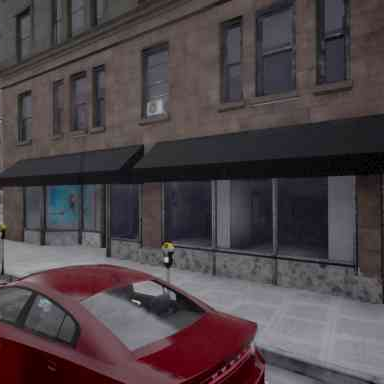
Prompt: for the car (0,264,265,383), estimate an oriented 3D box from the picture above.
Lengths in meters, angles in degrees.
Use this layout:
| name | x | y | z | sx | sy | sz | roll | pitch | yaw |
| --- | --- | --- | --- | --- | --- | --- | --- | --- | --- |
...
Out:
| name | x | y | z | sx | sy | sz | roll | pitch | yaw |
| --- | --- | --- | --- | --- | --- | --- | --- | --- | --- |
| car | -1.416 | 1.545 | 3.876 | 4.507 | 1.381 | 1.887 | 0 | 0 | 36 |
